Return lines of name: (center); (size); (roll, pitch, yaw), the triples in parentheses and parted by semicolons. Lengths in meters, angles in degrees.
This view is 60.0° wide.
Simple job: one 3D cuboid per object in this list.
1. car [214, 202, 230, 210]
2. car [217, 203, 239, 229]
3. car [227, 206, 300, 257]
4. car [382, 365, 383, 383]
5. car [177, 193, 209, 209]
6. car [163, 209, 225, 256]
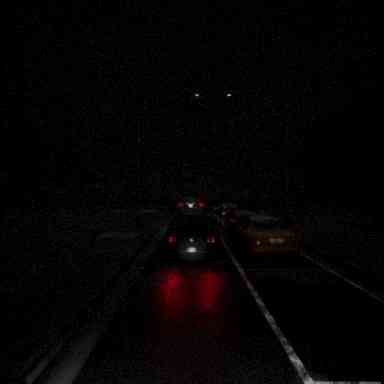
car: (2.567, 1.415, 23.419); (2.008, 1.369, 4.403); (-1, 0, 0)
car: (2.581, 1.478, 17.887); (1.802, 1.307, 4.206); (-1, 0, 0)
car: (2.592, 1.452, 12.524); (1.752, 1.417, 4.829); (-1, 0, 0)
car: (2.619, 1.558, 1.289); (1.947, 1.339, 4.313); (-1, 0, 0)
car: (0.124, 1.068, 26.282); (2.150, 2.045, 5.566); (0, 0, 5)
car: (0.010, 1.526, 12.718); (1.895, 1.301, 4.718); (0, 0, 0)
